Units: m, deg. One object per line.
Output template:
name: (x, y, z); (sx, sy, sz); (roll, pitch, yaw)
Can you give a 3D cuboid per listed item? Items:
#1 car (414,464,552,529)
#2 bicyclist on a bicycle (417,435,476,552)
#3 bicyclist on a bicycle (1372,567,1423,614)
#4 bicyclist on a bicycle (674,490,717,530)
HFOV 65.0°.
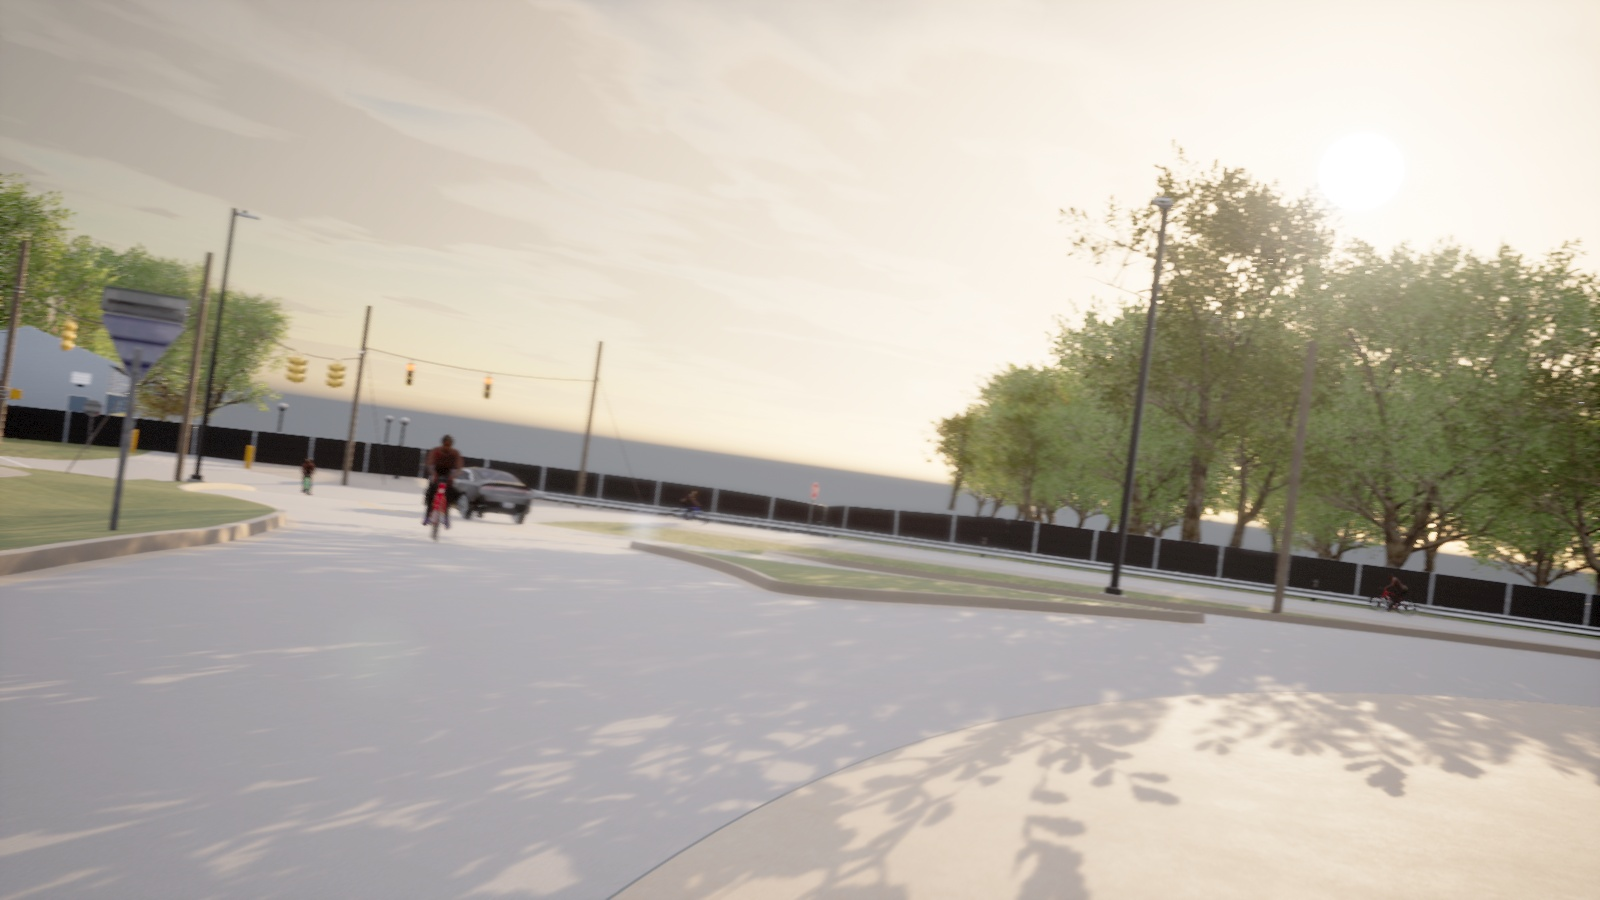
car: (-9.431, 1.335, 37.036); (2.128, 1.511, 4.902); (8, -4, -36)
bicyclist on a bicycle: (-5.312, 0.639, 18.828); (0.582, 1.620, 1.656); (7, -3, -18)
bicyclist on a bicycle: (23.375, 5.477, 49.165); (1.656, 1.620, 0.582); (5, -1, 25)
bicyclist on a bicycle: (-4.726, 2.695, 56.819); (1.656, 1.620, 0.582); (6, 0, 7)
